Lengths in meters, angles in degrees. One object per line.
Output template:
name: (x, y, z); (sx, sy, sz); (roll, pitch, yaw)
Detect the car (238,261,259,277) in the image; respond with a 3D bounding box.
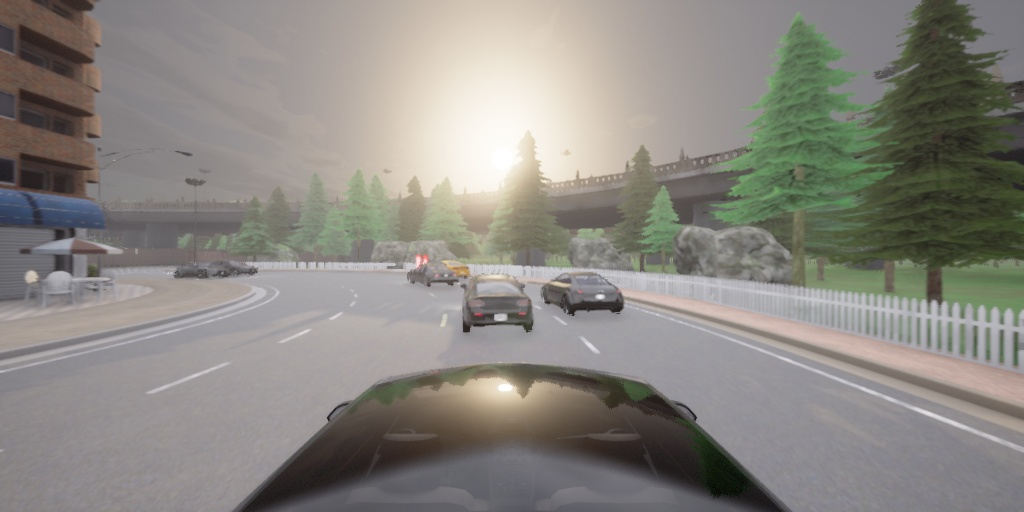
car: (-26.526, 1.161, 33.844); (4.892, 1.490, 1.837); (0, -1, 9)

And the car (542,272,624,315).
car: (2.482, 1.279, 13.523); (1.994, 1.385, 4.181); (0, 0, -10)

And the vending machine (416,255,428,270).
vending machine: (-9.746, 0.835, 38.907); (0.880, 2.100, 1.100); (0, 0, 34)

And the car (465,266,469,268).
car: (-5.462, 1.145, 29.624); (1.882, 1.535, 5.008); (0, 0, -41)

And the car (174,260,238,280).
car: (-25.962, 1.230, 30.169); (4.181, 1.385, 1.994); (0, 0, 12)

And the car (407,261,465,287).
car: (-5.397, 1.231, 23.982); (2.033, 1.411, 5.357); (0, 0, -33)

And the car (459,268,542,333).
car: (-0.525, 1.250, 10.588); (1.812, 1.442, 4.674); (0, 0, -7)
